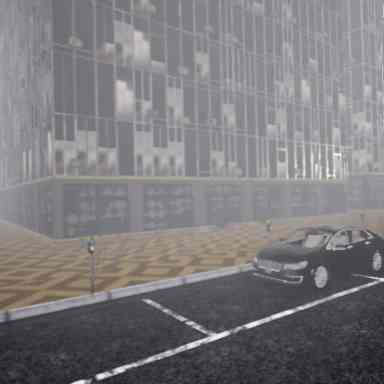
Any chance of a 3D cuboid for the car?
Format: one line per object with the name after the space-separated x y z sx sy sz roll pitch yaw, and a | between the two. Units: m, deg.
3.556 1.578 9.010 4.403 1.369 2.008 -1 -1 -35 | car
